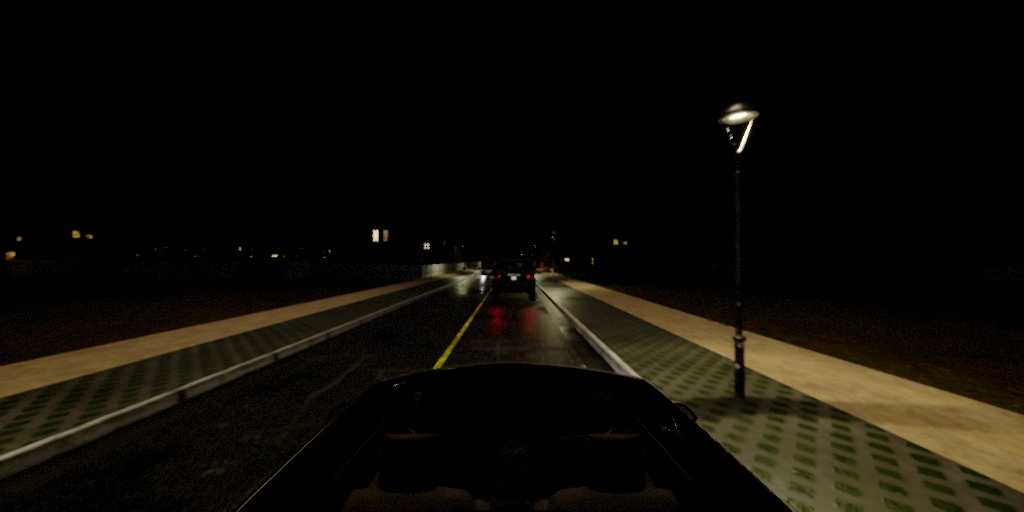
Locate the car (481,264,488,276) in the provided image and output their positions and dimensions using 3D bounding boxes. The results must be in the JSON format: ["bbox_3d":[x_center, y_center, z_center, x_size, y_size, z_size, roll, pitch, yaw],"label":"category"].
[{"bbox_3d":[-2.809,1.731,46.091,1.812,1.442,4.674,0,-1,1],"label":"car"}]

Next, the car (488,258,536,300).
[{"bbox_3d":[0.085,1.156,19.249,2.150,2.045,5.566,0,-1,0],"label":"car"}]
